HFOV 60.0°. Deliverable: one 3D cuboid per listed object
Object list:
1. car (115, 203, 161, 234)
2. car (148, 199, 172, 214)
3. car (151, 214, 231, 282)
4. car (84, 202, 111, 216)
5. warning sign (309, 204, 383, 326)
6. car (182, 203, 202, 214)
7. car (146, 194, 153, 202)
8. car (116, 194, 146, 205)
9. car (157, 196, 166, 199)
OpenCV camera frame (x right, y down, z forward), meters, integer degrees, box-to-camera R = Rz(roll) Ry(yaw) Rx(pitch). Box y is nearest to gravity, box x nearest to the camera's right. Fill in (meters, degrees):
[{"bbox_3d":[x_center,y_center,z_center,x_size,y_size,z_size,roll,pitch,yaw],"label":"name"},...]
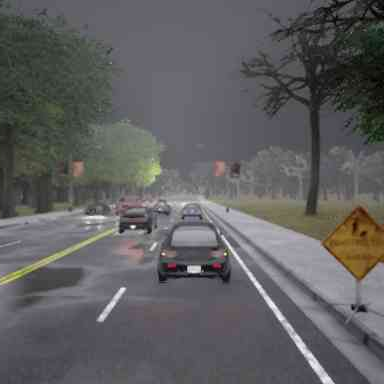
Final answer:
[{"bbox_3d":[-3.197,1.636,20.392,1.837,1.490,4.892,0,0,0],"label":"car"},{"bbox_3d":[-3.283,1.800,36.114,1.994,1.385,4.181,0,0,0],"label":"car"},{"bbox_3d":[0.058,1.587,9.800,1.812,1.442,4.674,0,0,0],"label":"car"},{"bbox_3d":[-9.972,1.795,35.418,1.994,1.385,4.181,0,0,0],"label":"car"},{"bbox_3d":[2.842,1.151,5.690,1.300,1.860,1.060,0,-1,0],"label":"warning sign"},{"bbox_3d":[0.000,1.748,30.798,2.033,1.411,5.357,0,0,0],"label":"car"},{"bbox_3d":[-10.115,1.506,76.283,2.150,2.045,5.566,0,0,0],"label":"car"},{"bbox_3d":[-6.724,1.456,35.781,2.150,2.045,5.566,0,0,0],"label":"car"},{"bbox_3d":[-6.865,1.759,76.317,1.882,1.535,5.008,0,0,0],"label":"car"}]
